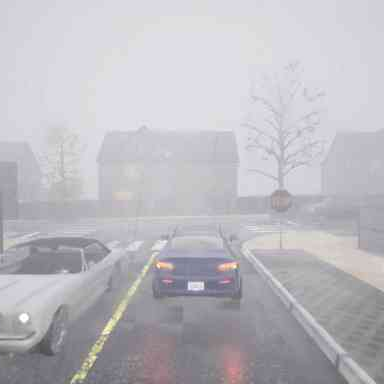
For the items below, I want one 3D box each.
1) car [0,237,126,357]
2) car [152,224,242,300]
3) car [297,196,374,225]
[{"bbox_3d":[-2.673,1.600,6.173,1.895,1.301,4.718,0,0,2],"label":"car"},{"bbox_3d":[0.170,1.525,8.276,1.812,1.442,4.674,0,0,3],"label":"car"},{"bbox_3d":[9.144,1.070,21.293,4.553,1.767,2.097,-1,1,-3],"label":"car"}]
